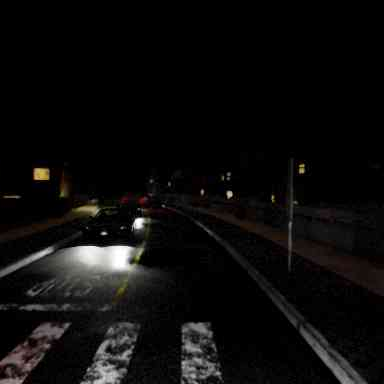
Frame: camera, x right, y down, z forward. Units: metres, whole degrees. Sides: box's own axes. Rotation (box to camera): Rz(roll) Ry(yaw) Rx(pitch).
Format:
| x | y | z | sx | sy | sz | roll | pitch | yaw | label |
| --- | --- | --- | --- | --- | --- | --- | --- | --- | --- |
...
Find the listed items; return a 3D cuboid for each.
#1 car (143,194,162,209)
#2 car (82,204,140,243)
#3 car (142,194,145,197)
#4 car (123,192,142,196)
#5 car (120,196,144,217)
| x | y | z | sx | sy | sz | roll | pitch | yaw | label |
| --- | --- | --- | --- | --- | --- | --- | --- | --- | --- |
| -4.974 | 1.363 | 42.699 | 1.812 | 1.442 | 4.674 | 0 | 0 | -12 | car |
| -3.701 | 1.479 | 15.360 | 1.994 | 1.385 | 4.181 | 1 | 0 | -5 | car |
| -7.553 | 1.159 | 52.925 | 2.097 | 1.767 | 4.553 | 0 | 0 | -16 | car |
| -8.348 | 1.041 | 45.014 | 2.150 | 2.045 | 5.566 | 0 | 0 | -13 | car |
| -5.390 | 1.390 | 29.320 | 1.812 | 1.442 | 4.674 | 0 | 0 | -9 | car |
